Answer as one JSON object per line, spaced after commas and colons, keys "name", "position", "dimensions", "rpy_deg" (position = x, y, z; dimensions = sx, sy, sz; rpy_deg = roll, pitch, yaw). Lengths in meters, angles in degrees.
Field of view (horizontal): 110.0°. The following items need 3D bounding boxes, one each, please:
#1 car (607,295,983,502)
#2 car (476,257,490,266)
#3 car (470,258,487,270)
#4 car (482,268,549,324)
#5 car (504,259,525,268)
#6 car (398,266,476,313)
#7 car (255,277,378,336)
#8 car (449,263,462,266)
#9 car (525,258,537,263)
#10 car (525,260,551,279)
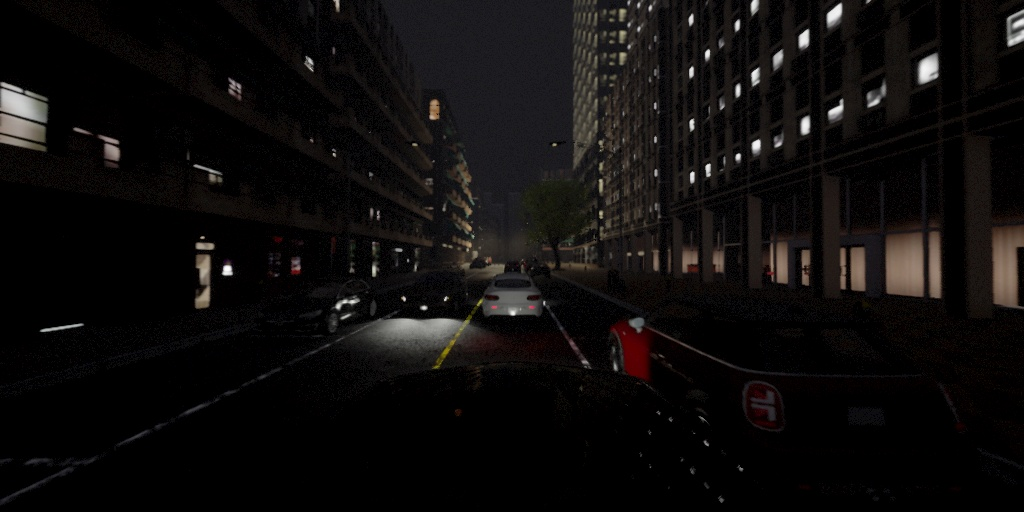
{"name": "car", "position": [2.565, 1.192, 4.549], "dimensions": [1.967, 1.591, 4.097], "rpy_deg": [0, 0, 0]}
{"name": "car", "position": [-5.470, 1.115, 61.134], "dimensions": [2.192, 1.841, 5.009], "rpy_deg": [0, 0, 0]}
{"name": "car", "position": [-5.468, 1.359, 55.488], "dimensions": [1.948, 1.339, 4.313], "rpy_deg": [0, 0, 0]}
{"name": "car", "position": [0.018, 1.282, 11.939], "dimensions": [1.812, 1.442, 4.674], "rpy_deg": [0, 0, 0]}
{"name": "car", "position": [0.088, 1.271, 41.618], "dimensions": [2.128, 1.511, 4.902], "rpy_deg": [0, 0, 0]}
{"name": "car", "position": [-2.853, 1.305, 14.278], "dimensions": [2.033, 1.411, 5.357], "rpy_deg": [0, 0, 0]}
{"name": "car", "position": [-5.291, 1.305, 10.316], "dimensions": [2.007, 1.370, 4.403], "rpy_deg": [0, 0, 0]}
{"name": "car", "position": [-5.291, 1.297, 32.732], "dimensions": [1.751, 1.417, 4.829], "rpy_deg": [0, 0, 0]}
{"name": "car", "position": [2.554, 1.328, 44.114], "dimensions": [1.888, 1.381, 4.507], "rpy_deg": [0, 0, 0]}
{"name": "car", "position": [2.556, 1.323, 32.811], "dimensions": [2.007, 1.370, 4.403], "rpy_deg": [0, 0, 0]}
